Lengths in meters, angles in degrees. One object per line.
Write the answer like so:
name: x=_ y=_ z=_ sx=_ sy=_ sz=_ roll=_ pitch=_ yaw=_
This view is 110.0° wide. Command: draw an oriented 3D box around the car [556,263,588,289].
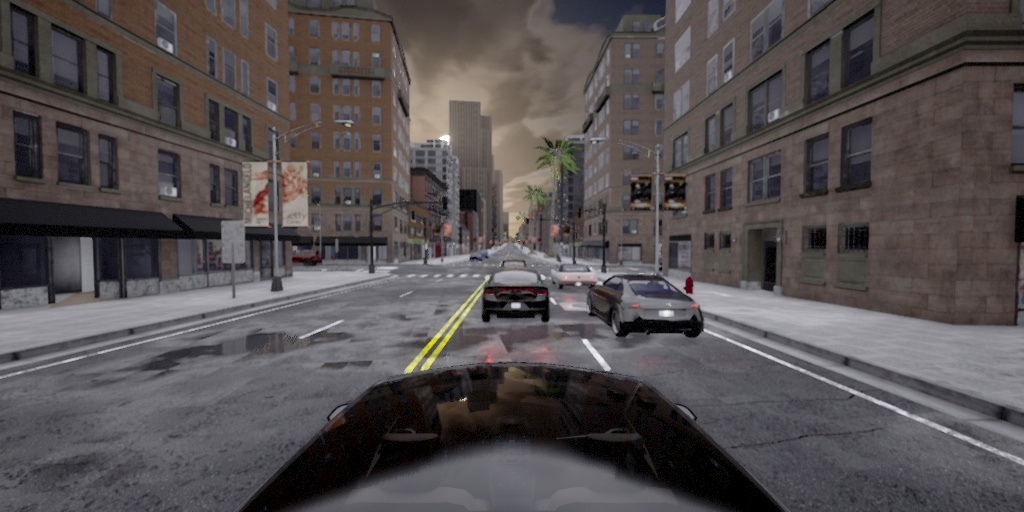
car: x=3.261 y=1.052 z=19.774 sx=1.895 sy=1.301 sz=4.718 roll=0 pitch=1 yaw=0

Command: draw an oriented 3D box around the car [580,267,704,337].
car: x=3.342 y=1.180 z=9.780 sx=1.994 sy=1.385 sz=4.181 roll=0 pitch=1 yaw=0

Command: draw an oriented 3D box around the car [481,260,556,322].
car: x=0.106 y=1.064 z=11.563 sx=1.882 sy=1.535 sz=5.008 roll=0 pitch=1 yaw=0

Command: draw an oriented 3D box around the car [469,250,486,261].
car: x=-6.492 y=0.054 z=64.984 sx=2.097 sy=1.767 sz=4.553 roll=0 pitch=1 yaw=1

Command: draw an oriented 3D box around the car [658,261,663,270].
car: x=16.228 y=0.978 z=34.370 sx=4.313 sy=1.339 sz=1.948 roll=0 pitch=0 yaw=0

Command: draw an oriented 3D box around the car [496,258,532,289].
car: x=0.112 y=0.936 z=20.975 sx=1.837 sy=1.490 sz=4.892 roll=0 pitch=1 yaw=0

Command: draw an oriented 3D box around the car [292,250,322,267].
car: x=-23.871 y=0.207 z=39.880 sx=5.009 sy=1.841 sz=2.192 roll=0 pitch=0 yaw=-9
